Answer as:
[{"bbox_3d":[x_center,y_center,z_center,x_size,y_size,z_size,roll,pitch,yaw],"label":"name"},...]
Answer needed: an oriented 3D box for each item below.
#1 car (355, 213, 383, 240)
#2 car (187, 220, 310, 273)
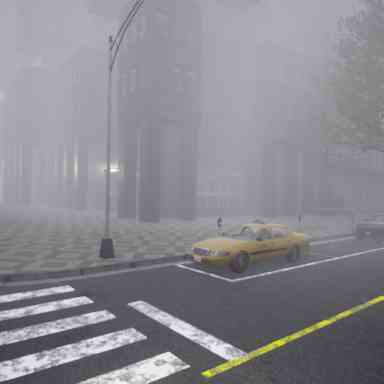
[{"bbox_3d":[10.417,1.830,17.844,4.507,1.381,1.887,1,-1,-39],"label":"car"},{"bbox_3d":[2.039,1.643,11.110,4.829,1.417,1.752,1,0,-39],"label":"car"}]
